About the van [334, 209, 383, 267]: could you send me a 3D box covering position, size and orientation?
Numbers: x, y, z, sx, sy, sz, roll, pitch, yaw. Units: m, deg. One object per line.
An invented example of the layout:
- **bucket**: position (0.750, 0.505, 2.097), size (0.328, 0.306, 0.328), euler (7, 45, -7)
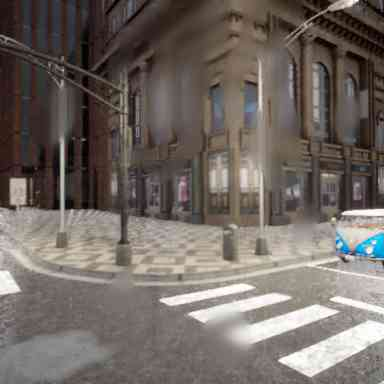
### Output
- **van**: position (6.501, 1.477, 11.295), size (3.998, 1.788, 1.690), euler (0, -1, -35)
